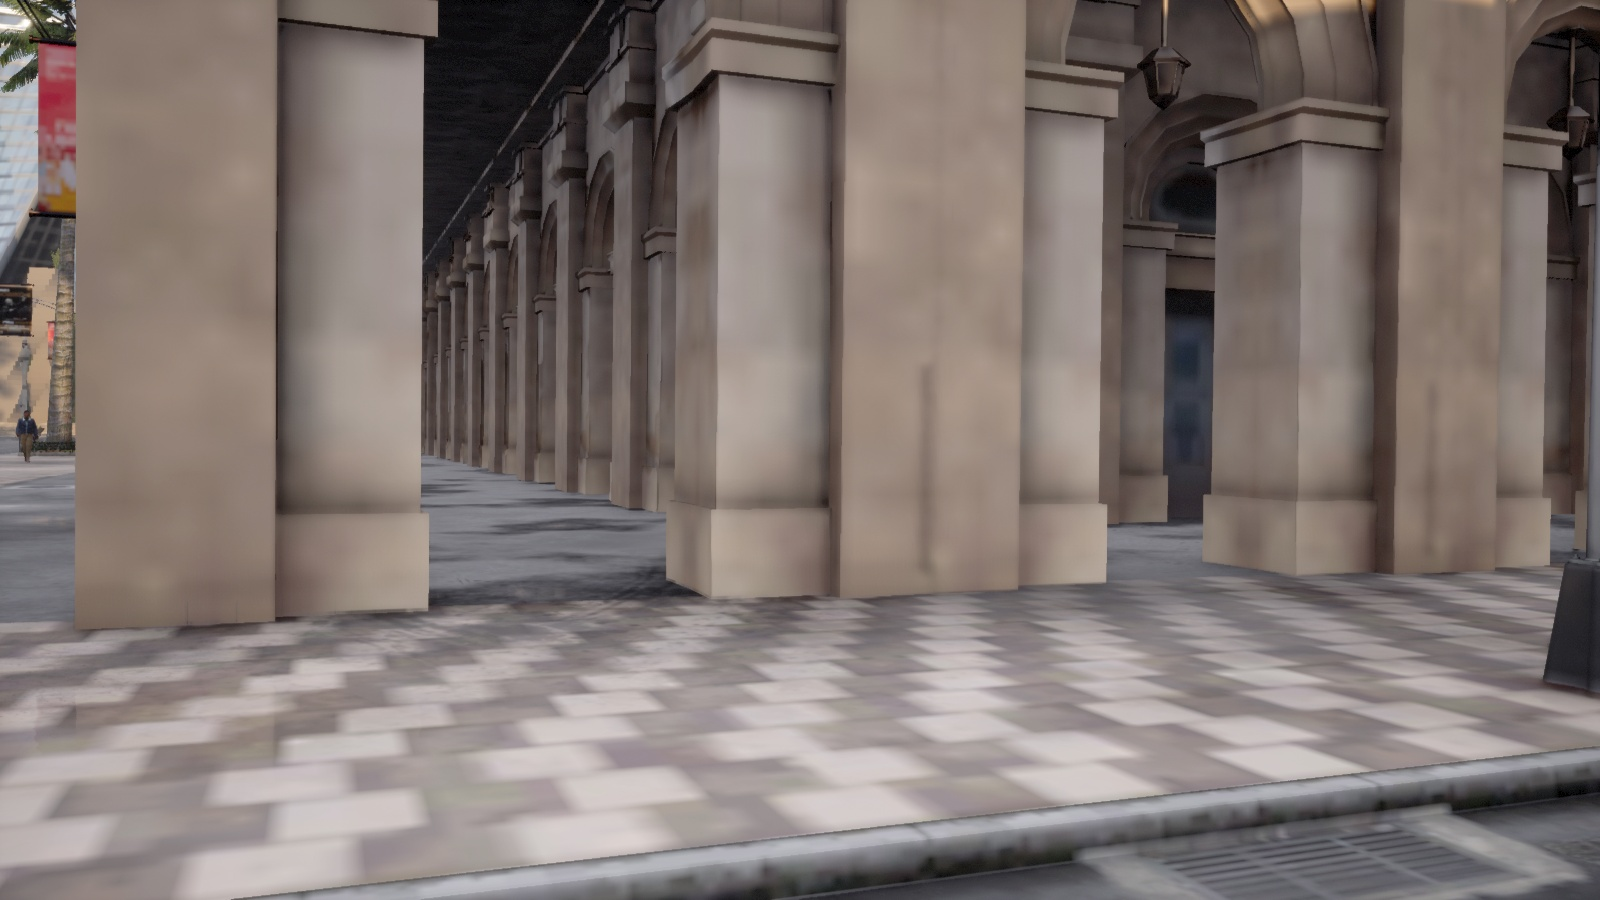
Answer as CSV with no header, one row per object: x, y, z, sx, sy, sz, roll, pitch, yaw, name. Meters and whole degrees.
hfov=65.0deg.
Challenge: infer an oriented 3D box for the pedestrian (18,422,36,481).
-25.917,0.050,42.117,0.423,1.949,0.788,-1,1,-28,pedestrian
